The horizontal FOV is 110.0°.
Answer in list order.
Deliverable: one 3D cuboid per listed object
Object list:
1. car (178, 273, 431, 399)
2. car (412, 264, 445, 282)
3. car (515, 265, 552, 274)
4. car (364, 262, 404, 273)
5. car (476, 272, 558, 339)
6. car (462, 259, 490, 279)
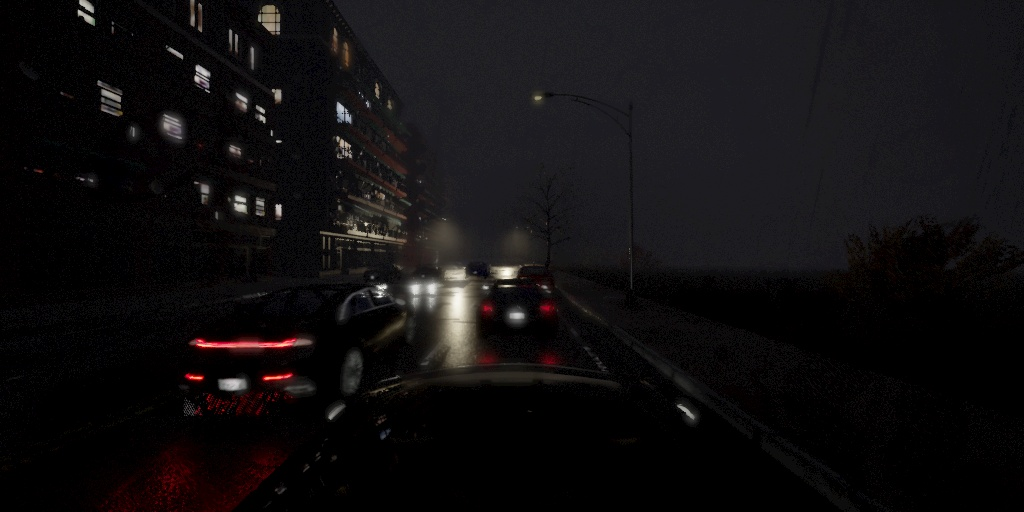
[{"bbox_3d":[-3.147,1.241,6.471,2.128,1.511,4.902,0,0,0],"label":"car"},{"bbox_3d":[-6.577,1.318,28.447,1.994,1.385,4.181,0,0,0],"label":"car"},{"bbox_3d":[1.152,1.231,18.978,1.882,1.535,5.008,0,0,0],"label":"car"},{"bbox_3d":[-9.828,1.245,27.708,2.128,1.511,4.902,0,0,0],"label":"car"},{"bbox_3d":[0.109,1.316,10.058,1.994,1.385,4.181,0,0,0],"label":"car"},{"bbox_3d":[-3.122,1.232,33.085,1.882,1.535,5.008,0,0,0],"label":"car"}]
